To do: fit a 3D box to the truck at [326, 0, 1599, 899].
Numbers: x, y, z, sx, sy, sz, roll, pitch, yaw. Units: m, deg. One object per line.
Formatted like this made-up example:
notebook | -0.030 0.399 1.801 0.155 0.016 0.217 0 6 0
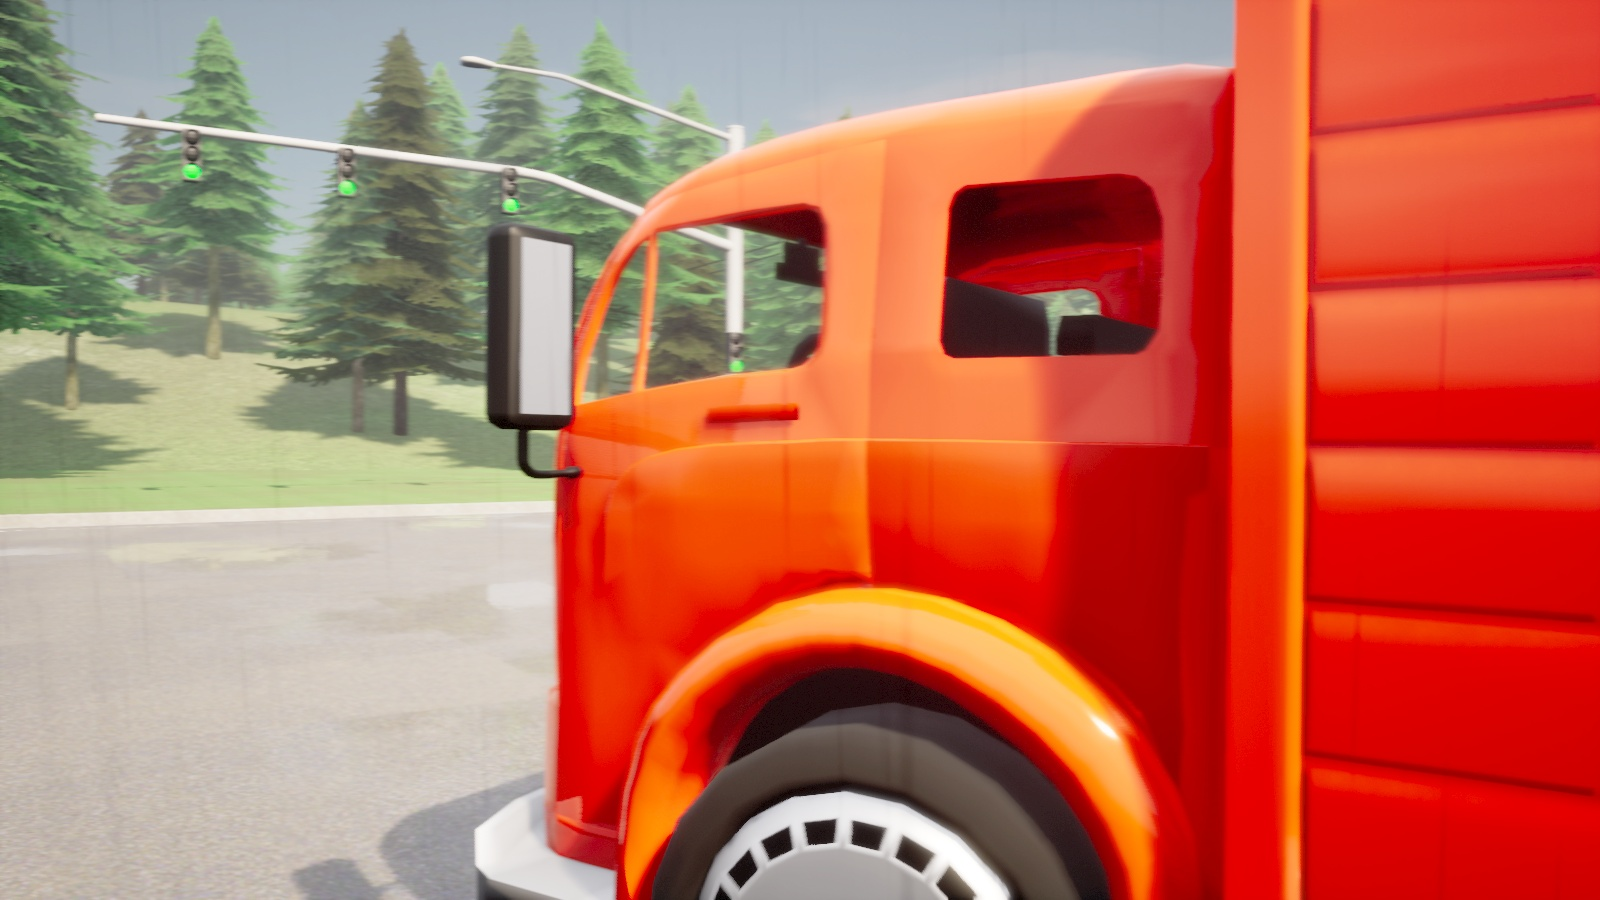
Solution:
truck | 1.895 0.183 2.373 5.204 2.467 2.627 0 1 33
